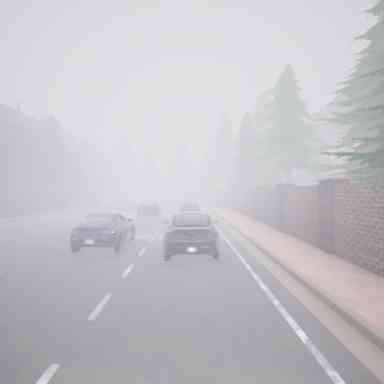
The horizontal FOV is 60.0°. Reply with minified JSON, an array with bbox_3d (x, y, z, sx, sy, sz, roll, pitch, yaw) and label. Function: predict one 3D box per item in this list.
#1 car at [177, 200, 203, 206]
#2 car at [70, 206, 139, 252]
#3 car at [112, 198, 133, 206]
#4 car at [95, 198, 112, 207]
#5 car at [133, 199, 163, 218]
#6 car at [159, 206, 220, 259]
[{"bbox_3d":[-0.182,1.475,28.243,1.837,1.490,4.892,0,0,0],"label":"car"},{"bbox_3d":[-3.542,1.527,13.718,1.812,1.442,4.674,0,0,-1],"label":"car"},{"bbox_3d":[-7.523,1.485,38.863,2.128,1.511,4.902,0,0,-2],"label":"car"},{"bbox_3d":[-11.278,1.499,42.783,2.128,1.511,4.902,0,0,-11],"label":"car"},{"bbox_3d":[-3.694,1.463,29.569,1.882,1.535,5.008,0,0,0],"label":"car"},{"bbox_3d":[-0.026,1.492,12.488,1.837,1.490,4.892,0,0,0],"label":"car"}]
